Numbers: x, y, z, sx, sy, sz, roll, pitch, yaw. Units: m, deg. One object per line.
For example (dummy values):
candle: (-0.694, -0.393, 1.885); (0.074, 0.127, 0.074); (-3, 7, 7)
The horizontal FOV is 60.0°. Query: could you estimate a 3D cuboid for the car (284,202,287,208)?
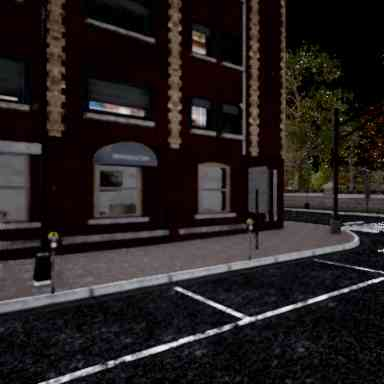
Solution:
car: (7.833, 1.125, 35.543); (1.752, 1.417, 4.829); (1, 0, -36)
